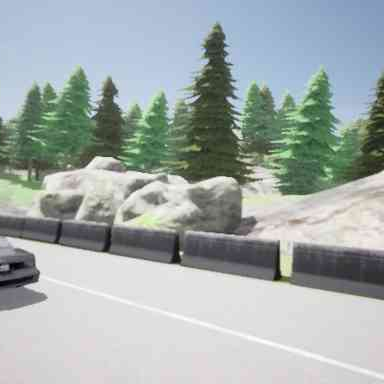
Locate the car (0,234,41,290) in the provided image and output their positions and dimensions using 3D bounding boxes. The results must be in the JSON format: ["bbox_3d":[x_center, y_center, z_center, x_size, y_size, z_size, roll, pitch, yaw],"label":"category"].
[{"bbox_3d":[-5.983,1.679,8.595,5.357,1.411,2.033,-1,-1,38],"label":"car"}]
